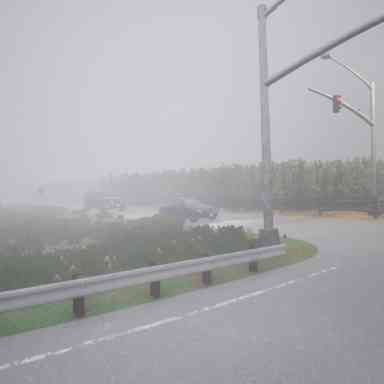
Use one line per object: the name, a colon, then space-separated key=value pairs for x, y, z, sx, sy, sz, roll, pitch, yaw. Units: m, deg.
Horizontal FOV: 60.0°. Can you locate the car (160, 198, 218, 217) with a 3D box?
car: x=-0.363 y=1.113 z=21.920 sx=1.812 sy=1.442 sz=4.674 roll=-3 pitch=2 yaw=-41

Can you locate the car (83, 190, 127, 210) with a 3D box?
car: x=-8.298 y=0.857 z=31.153 sx=2.150 sy=2.045 sz=5.566 roll=-3 pitch=2 yaw=-41
